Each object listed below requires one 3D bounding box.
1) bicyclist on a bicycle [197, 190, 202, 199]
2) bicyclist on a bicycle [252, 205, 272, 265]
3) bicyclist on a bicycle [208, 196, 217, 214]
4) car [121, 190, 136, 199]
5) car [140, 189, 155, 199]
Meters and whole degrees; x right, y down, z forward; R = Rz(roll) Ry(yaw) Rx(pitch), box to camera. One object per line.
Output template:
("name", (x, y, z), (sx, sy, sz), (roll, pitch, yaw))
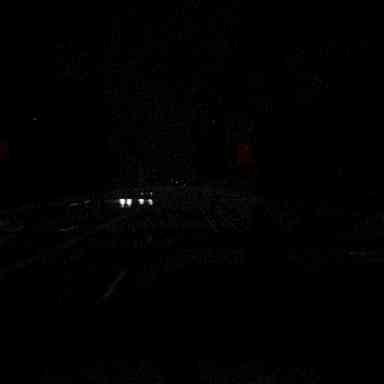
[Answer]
("bicyclist on a bicycle", (1.268, 0.415, 54.709), (0.866, 1.612, 1.509), (0, 2, -1))
("bicyclist on a bicycle", (2.041, 1.220, 9.740), (0.582, 1.620, 1.656), (-1, 1, -1))
("bicyclist on a bicycle", (1.739, 1.095, 28.136), (0.866, 1.612, 1.509), (0, 1, -1))
("car", (-10.752, 0.380, 56.623), (2.128, 1.511, 4.902), (0, 2, -1))
("car", (-7.502, 0.249, 56.705), (2.097, 1.767, 4.553), (0, 2, -1))
